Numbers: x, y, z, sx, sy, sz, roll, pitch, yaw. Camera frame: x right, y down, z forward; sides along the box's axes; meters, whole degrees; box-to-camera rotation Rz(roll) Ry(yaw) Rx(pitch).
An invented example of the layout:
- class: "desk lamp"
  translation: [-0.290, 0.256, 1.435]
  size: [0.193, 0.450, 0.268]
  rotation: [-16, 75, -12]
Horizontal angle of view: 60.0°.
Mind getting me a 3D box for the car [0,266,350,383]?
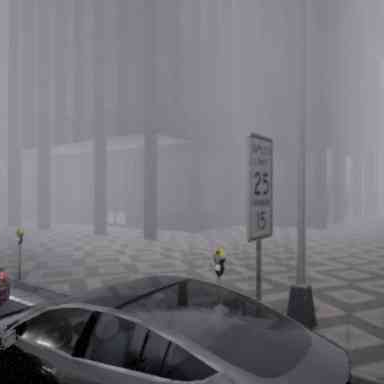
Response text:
- class: "car"
  translation: [-0.676, 1.589, 3.433]
  size: [4.313, 1.339, 1.947]
  rotation: [-1, 0, 35]
